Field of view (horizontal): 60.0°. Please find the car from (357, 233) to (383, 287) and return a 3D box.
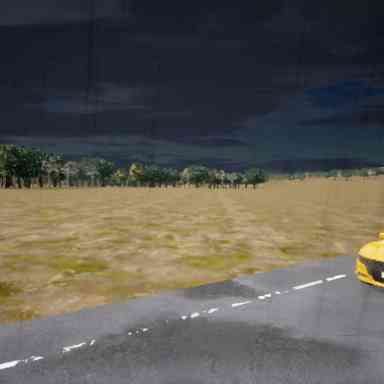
[{"bbox_3d":[6.108,1.470,8.363,5.008,1.535,1.882,0,0,-36],"label":"car"}]
